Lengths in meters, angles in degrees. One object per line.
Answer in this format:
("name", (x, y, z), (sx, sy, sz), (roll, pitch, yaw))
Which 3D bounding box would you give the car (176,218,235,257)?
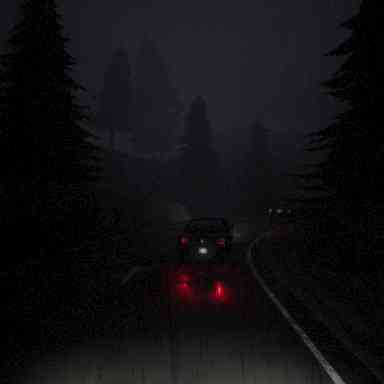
("car", (0.717, 1.660, 13.199), (1.895, 1.301, 4.718), (0, 0, 9))

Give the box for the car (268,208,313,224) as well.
("car", (7.938, 1.467, 26.246), (2.097, 1.767, 4.553), (0, 0, 44))
